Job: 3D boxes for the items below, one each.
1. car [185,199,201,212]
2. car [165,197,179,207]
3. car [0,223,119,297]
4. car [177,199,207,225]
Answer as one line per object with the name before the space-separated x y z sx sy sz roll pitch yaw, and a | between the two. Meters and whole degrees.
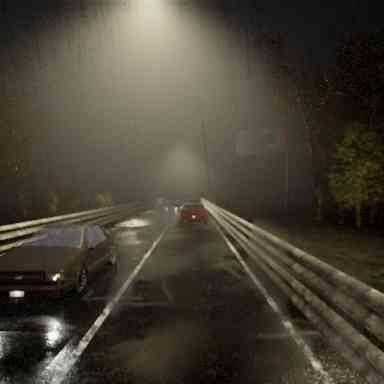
car | 0.128 1.631 41.905 1.812 1.442 4.674 0 0 0
car | -3.216 1.676 54.536 1.837 1.490 4.892 0 0 0
car | -3.338 1.570 9.012 2.033 1.411 5.357 0 0 0
car | 0.122 1.540 24.694 1.882 1.535 5.008 0 0 0
